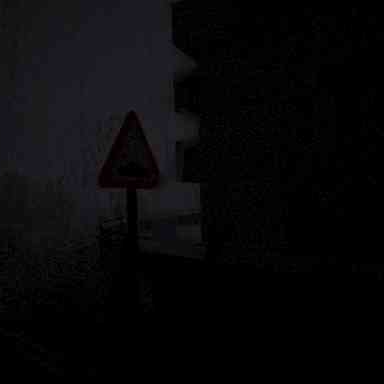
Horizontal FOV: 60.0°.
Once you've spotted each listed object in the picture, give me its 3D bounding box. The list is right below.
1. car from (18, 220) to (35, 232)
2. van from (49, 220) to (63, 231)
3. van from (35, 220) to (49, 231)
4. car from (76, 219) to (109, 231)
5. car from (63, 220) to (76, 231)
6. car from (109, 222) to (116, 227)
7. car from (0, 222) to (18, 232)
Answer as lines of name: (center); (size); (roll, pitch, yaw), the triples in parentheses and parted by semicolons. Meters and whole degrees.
car: (-29.659, 5.825, 55.470); (5.366, 1.575, 1.946); (-1, -6, 6)
van: (-26.729, 6.187, 60.889); (4.442, 1.987, 1.878); (-1, -7, 6)
van: (-28.043, 5.893, 58.176); (4.442, 1.987, 1.878); (-1, -7, 6)
car: (-21.618, 7.339, 71.719); (5.566, 2.045, 2.435); (-1, -6, 6)
car: (-25.524, 6.708, 63.573); (4.892, 1.521, 2.231); (-1, -6, 6)
car: (-20.283, 7.923, 74.396); (4.674, 1.452, 2.002); (-1, -6, 6)
car: (-30.791, 5.571, 52.741); (4.674, 1.452, 2.002); (-1, -7, 6)
